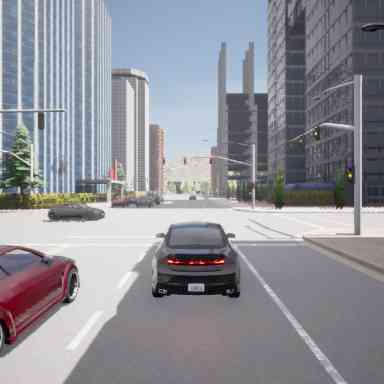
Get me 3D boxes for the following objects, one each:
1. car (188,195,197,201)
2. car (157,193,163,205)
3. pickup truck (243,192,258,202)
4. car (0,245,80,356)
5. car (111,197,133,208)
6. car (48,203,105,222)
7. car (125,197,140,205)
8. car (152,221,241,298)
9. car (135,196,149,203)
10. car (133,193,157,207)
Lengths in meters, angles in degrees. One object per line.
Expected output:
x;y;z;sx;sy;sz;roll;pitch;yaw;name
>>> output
0.181;1.524;86.997;1.812;1.442;4.674;0;0;0;car
-6.947;1.221;59.514;2.150;2.045;5.566;0;0;1;car
13.272;1.059;72.747;2.390;2.098;6.274;0;0;31;pickup truck
-3.427;1.564;5.565;1.994;1.385;4.181;0;0;1;car
-10.482;1.478;48.873;1.882;1.535;5.008;0;0;0;car
-8.956;1.564;25.911;4.181;1.385;1.994;0;0;1;car
-10.451;1.564;58.857;1.994;1.385;4.181;0;0;0;car
0.095;1.505;8.523;1.837;1.490;4.892;0;0;0;car
-10.357;1.525;69.018;2.128;1.511;4.902;0;0;0;car
-6.980;1.352;49.674;2.097;1.767;4.553;0;0;0;car
